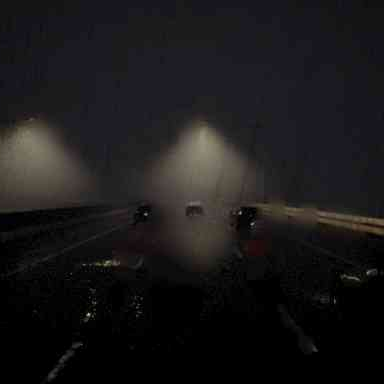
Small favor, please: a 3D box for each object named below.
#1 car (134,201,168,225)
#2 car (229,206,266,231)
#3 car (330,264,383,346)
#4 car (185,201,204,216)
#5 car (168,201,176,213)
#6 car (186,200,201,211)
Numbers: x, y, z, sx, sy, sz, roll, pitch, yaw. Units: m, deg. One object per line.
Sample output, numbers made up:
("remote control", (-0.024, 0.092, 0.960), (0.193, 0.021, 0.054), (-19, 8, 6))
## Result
("car", (-3.288, 1.678, 26.087), (2.033, 1.649, 4.856), (0, 0, 0))
("car", (3.696, 1.719, 22.477), (1.837, 1.490, 4.892), (0, -1, 0))
("car", (3.617, 1.609, 4.689), (1.994, 1.385, 4.181), (0, -1, 0))
("car", (0.277, 1.855, 37.893), (2.128, 1.511, 4.902), (0, -1, 0))
("car", (-3.210, 1.902, 42.942), (2.128, 1.511, 4.902), (0, -1, 0))
("car", (0.240, 2.033, 50.368), (2.033, 1.411, 5.357), (0, -1, 0))
